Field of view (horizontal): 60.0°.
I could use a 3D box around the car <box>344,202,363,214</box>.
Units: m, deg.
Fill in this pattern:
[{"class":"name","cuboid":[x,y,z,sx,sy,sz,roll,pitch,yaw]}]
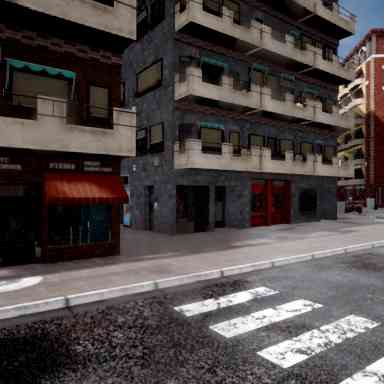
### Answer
[{"class":"car","cuboid":[17.813,1.790,38.249,1.895,1.301,4.718,0,0,5]}]
